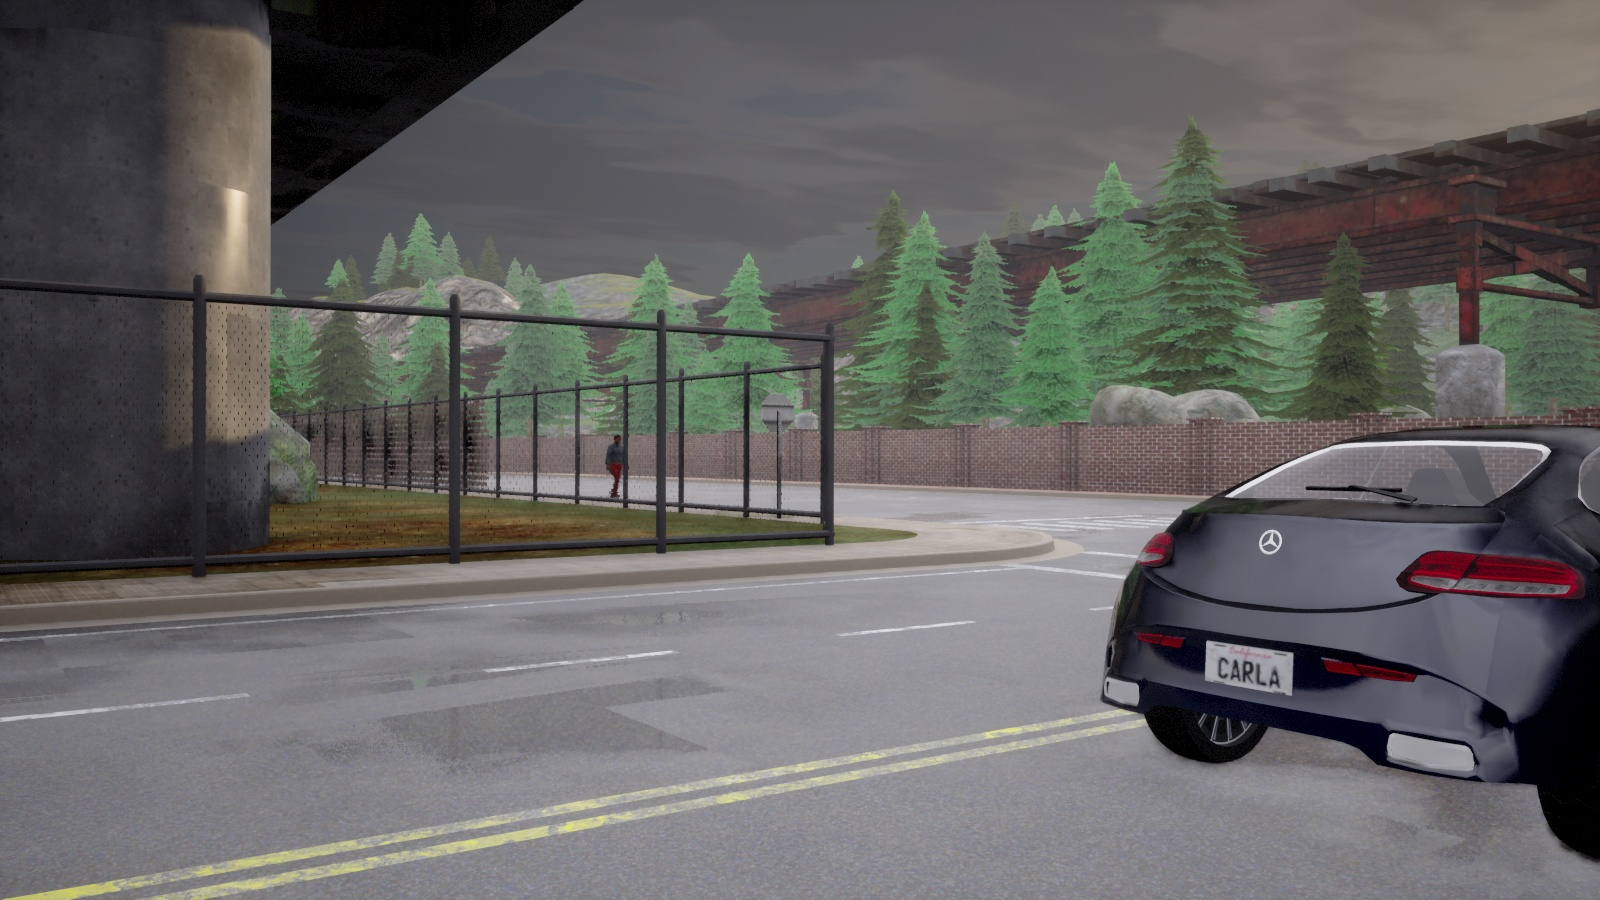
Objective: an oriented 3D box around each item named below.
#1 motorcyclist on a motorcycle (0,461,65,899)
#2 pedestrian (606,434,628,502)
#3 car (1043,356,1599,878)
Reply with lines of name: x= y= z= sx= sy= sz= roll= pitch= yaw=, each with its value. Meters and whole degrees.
motorcyclist on a motorcycle: x=-2.448 y=0.790 z=1.955 sx=2.191 sy=1.530 sz=0.866 roll=0 pitch=0 yaw=-35
pedestrian: x=-5.022 y=0.498 z=34.368 sx=0.353 sy=1.847 sz=0.614 roll=0 pitch=0 yaw=-36
car: x=3.789 y=0.531 z=6.297 sx=5.027 sy=1.651 sz=2.152 roll=0 pitch=0 yaw=-35
